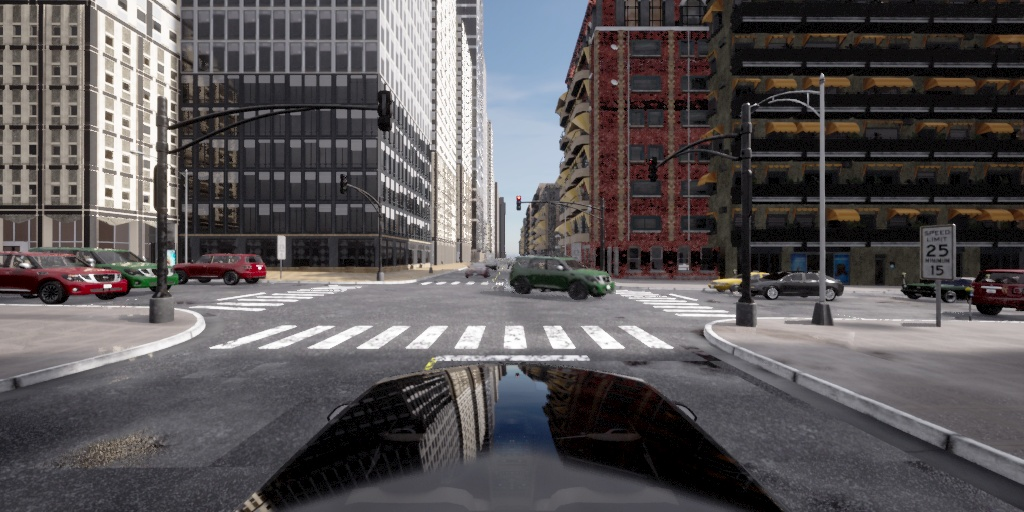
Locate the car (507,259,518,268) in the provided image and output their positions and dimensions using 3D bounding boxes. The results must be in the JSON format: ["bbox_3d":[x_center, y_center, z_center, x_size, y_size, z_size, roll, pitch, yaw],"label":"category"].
[{"bbox_3d":[0.139,1.338,65.052,1.994,1.385,4.181,0,0,1],"label":"car"}]

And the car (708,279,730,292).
[{"bbox_3d":[14.645,1.587,21.946,4.829,1.417,1.751,0,0,0],"label":"car"}]

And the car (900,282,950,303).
[{"bbox_3d":[24.217,1.827,19.432,4.718,1.301,1.895,1,0,-1],"label":"car"}]

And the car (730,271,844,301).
[{"bbox_3d":[14.926,1.562,19.328,4.892,1.490,1.837,1,0,2],"label":"car"}]

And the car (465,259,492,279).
[{"bbox_3d":[-3.087,1.281,32.591,1.812,1.442,4.674,0,0,1],"label":"car"}]

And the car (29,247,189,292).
[{"bbox_3d":[-18.240,0.658,15.895,5.566,2.045,2.150,1,0,0],"label":"car"}]

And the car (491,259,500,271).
[{"bbox_3d":[-3.060,1.241,49.188,1.882,1.535,5.008,0,0,0],"label":"car"}]

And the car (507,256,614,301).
[{"bbox_3d":[2.351,1.045,18.377,5.566,2.045,2.150,1,0,40],"label":"car"}]

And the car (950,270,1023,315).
[{"bbox_3d":[20.607,1.461,13.646,5.009,1.841,2.192,0,0,0],"label":"car"}]

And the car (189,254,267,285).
[{"bbox_3d":[-17.696,0.776,21.686,5.009,1.841,2.192,0,0,0],"label":"car"}]

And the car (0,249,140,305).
[{"bbox_3d":[-17.567,0.757,13.307,5.009,1.841,2.192,0,0,0],"label":"car"}]
